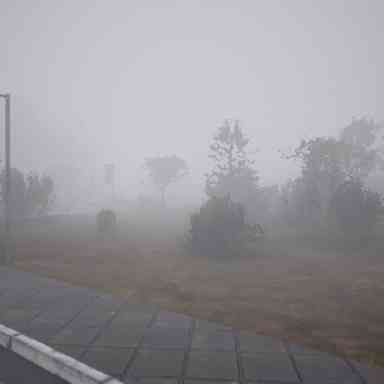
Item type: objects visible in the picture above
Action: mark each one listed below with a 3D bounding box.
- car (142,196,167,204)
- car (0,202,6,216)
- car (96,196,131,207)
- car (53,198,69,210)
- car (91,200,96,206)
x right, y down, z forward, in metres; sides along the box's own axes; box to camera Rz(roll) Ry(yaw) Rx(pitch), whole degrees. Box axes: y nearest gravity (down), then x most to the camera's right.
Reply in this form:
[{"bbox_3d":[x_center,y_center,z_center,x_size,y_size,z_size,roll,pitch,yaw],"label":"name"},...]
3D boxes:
[{"bbox_3d":[-5.857,1.376,49.980,2.128,1.511,4.902,0,1,39],"label":"car"},{"bbox_3d":[-16.758,1.491,30.874,2.128,1.511,4.902,0,0,39],"label":"car"},{"bbox_3d":[-11.215,1.529,49.217,1.895,1.301,4.718,0,1,39],"label":"car"},{"bbox_3d":[-17.685,1.484,41.197,2.128,1.511,4.902,0,0,39],"label":"car"},{"bbox_3d":[-13.413,1.397,52.063,1.882,1.535,5.008,0,1,39],"label":"car"}]
